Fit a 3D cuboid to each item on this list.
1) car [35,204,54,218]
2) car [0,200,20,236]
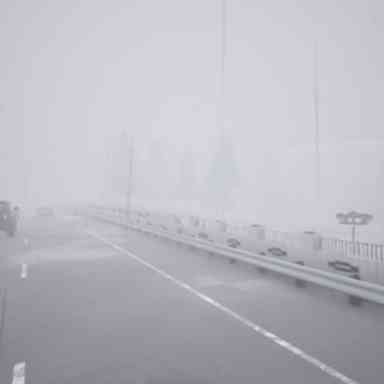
[{"bbox_3d":[-17.427,2.186,39.356,1.882,1.535,5.008,0,-1,-26],"label":"car"},{"bbox_3d":[-11.660,1.514,19.716,2.150,2.045,5.566,0,-1,-26],"label":"car"}]
